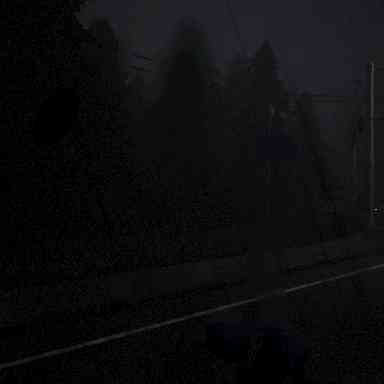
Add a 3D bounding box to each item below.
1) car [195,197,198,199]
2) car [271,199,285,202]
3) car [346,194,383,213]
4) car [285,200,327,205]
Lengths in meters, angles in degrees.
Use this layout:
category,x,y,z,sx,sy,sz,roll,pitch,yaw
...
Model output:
category,x,y,z,sx,sy,sz,roll,pitch,yaw
car,-0.118,1.601,65.234,4.718,1.301,1.895,0,0,27
car,13.019,1.221,53.678,2.150,2.045,5.566,0,0,-39
car,18.032,1.221,34.012,2.150,2.045,5.566,0,0,-6
car,15.228,1.547,43.871,2.033,1.411,5.357,0,0,-27
